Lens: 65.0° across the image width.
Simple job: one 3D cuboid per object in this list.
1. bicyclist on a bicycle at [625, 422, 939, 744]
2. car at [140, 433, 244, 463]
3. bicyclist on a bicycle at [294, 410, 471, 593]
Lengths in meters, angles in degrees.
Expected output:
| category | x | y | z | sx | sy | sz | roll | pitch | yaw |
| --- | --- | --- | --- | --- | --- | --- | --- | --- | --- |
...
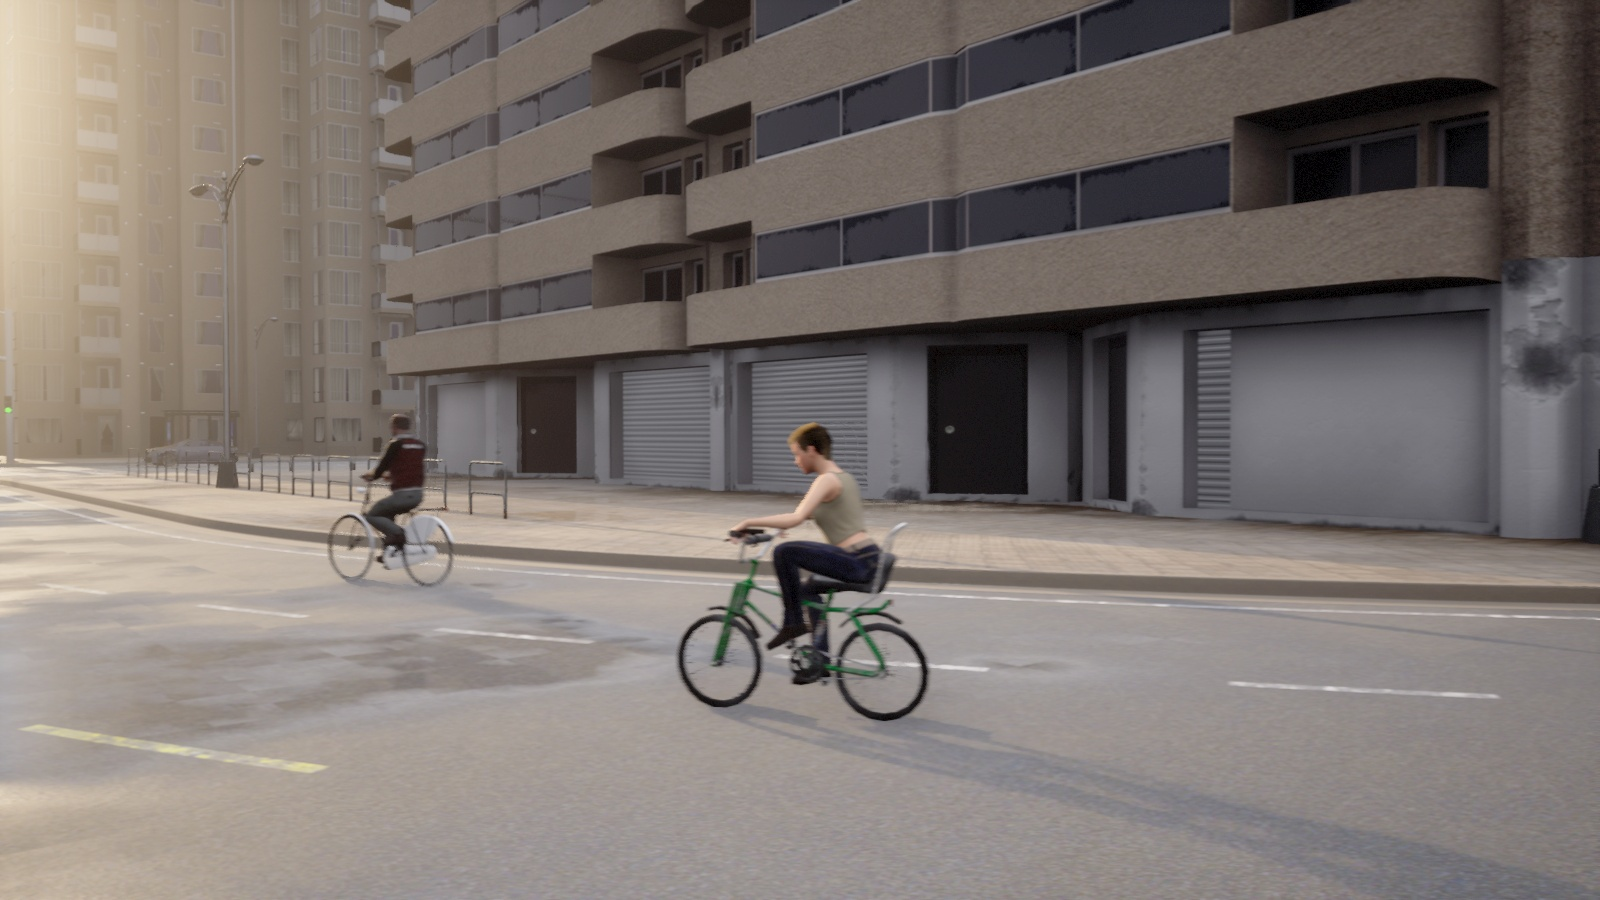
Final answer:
| category | x | y | z | sx | sy | sz | roll | pitch | yaw |
| --- | --- | --- | --- | --- | --- | --- | --- | --- | --- |
| bicyclist on a bicycle | -0.084 | 0.657 | 6.948 | 1.509 | 1.612 | 0.866 | 1 | 0 | 21 |
| car | -29.637 | -0.107 | 61.246 | 4.181 | 1.385 | 1.994 | -1 | 1 | -40 |
| bicyclist on a bicycle | -4.311 | 0.483 | 12.928 | 1.843 | 1.776 | 0.659 | 1 | 1 | 30 |
